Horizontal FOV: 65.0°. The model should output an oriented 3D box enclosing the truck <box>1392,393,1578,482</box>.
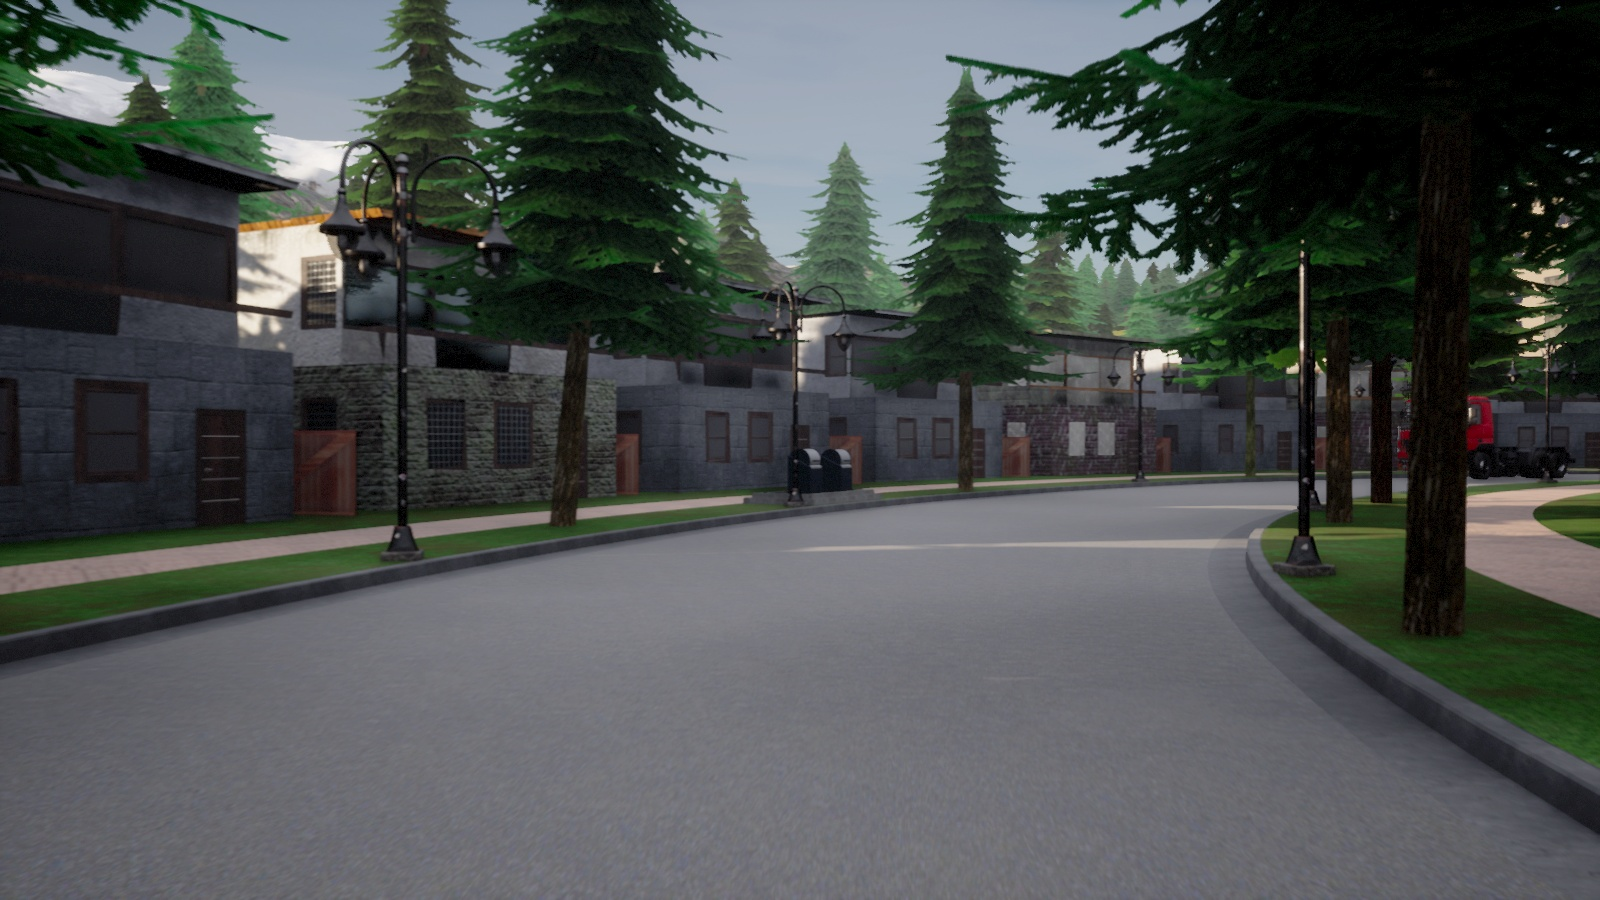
[{"bbox_3d":[28.465,-0.494,52.089,7.936,3.462,2.891,0,0,-28],"label":"truck"}]
